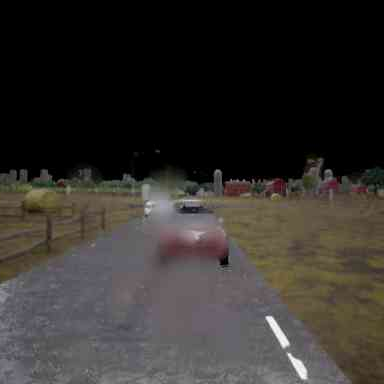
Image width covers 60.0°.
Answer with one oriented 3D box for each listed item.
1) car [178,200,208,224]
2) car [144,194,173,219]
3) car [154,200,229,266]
[{"bbox_3d":[0.070,1.458,25.763,2.128,1.511,4.902,0,0,0],"label":"car"},{"bbox_3d":[-2.808,1.188,29.407,2.150,2.045,5.566,0,0,0],"label":"car"},{"bbox_3d":[0.071,1.331,11.660,2.097,1.767,4.553,0,0,0],"label":"car"}]
